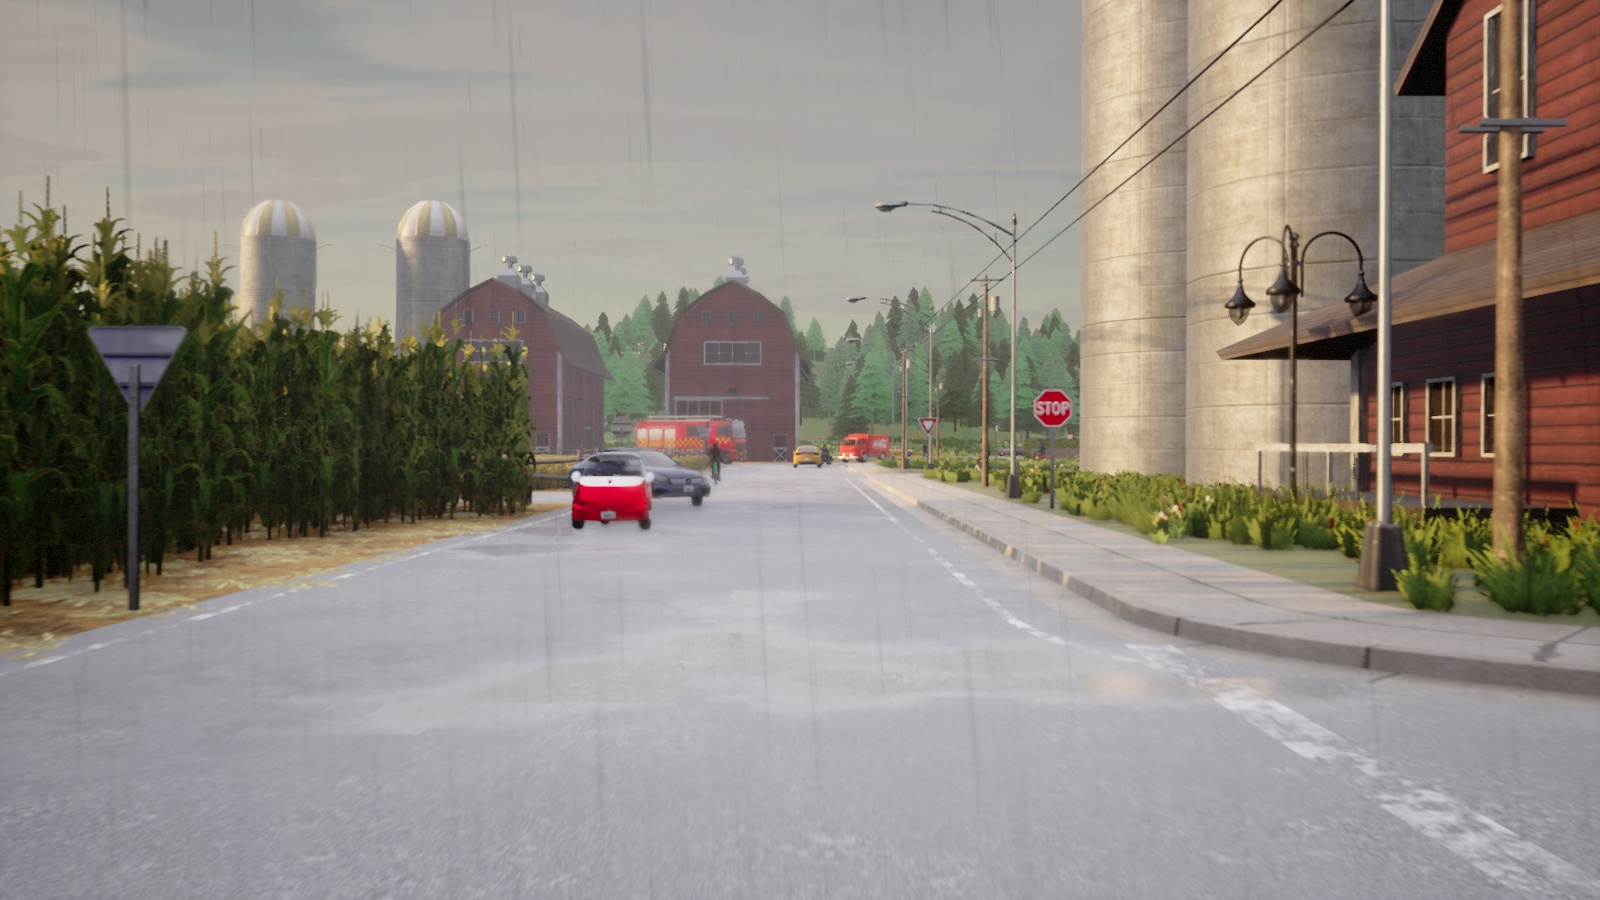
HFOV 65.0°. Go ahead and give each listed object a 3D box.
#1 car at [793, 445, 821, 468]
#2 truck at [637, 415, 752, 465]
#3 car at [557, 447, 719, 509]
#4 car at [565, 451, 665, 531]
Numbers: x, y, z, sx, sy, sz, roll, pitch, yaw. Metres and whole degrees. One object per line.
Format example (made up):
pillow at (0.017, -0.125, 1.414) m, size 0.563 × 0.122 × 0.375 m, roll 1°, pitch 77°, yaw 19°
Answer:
car at (0.508, 0.457, 86.890) m, size 1.882 × 1.535 × 5.008 m, roll 0°, pitch 0°, yaw 0°
truck at (-8.251, -0.768, 98.005) m, size 8.468 × 3.827 × 2.891 m, roll 0°, pitch 0°, yaw 18°
car at (-4.165, 0.654, 31.739) m, size 1.812 × 1.442 × 4.674 m, roll 0°, pitch 0°, yaw -40°
car at (-3.348, 0.715, 22.970) m, size 1.481 × 1.376 × 2.207 m, roll 0°, pitch 0°, yaw 0°
